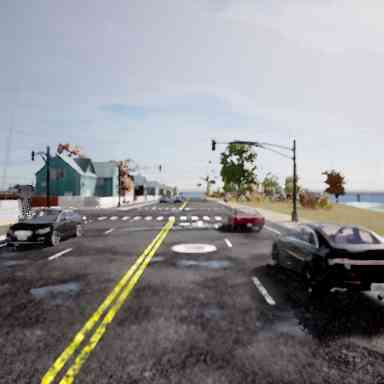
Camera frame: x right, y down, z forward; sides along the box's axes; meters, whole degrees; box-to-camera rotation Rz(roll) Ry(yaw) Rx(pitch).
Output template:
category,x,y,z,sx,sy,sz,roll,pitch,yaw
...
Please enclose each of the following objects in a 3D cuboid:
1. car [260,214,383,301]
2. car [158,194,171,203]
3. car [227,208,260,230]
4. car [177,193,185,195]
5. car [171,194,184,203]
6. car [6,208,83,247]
category,x,y,z,sx,sy,sz,roll,pitch,yaw
car,3.358,1.511,8.380,2.128,1.511,4.902,0,-1,0
car,-6.430,1.809,74.515,2.033,1.411,5.357,0,0,0
car,3.370,1.663,21.658,1.895,1.301,4.718,0,0,0
car,-3.165,1.185,89.933,2.150,2.045,5.566,0,0,0
car,-3.179,1.809,74.511,2.033,1.411,5.357,0,0,0
car,-6.564,1.536,15.343,2.128,1.511,4.902,0,0,0
